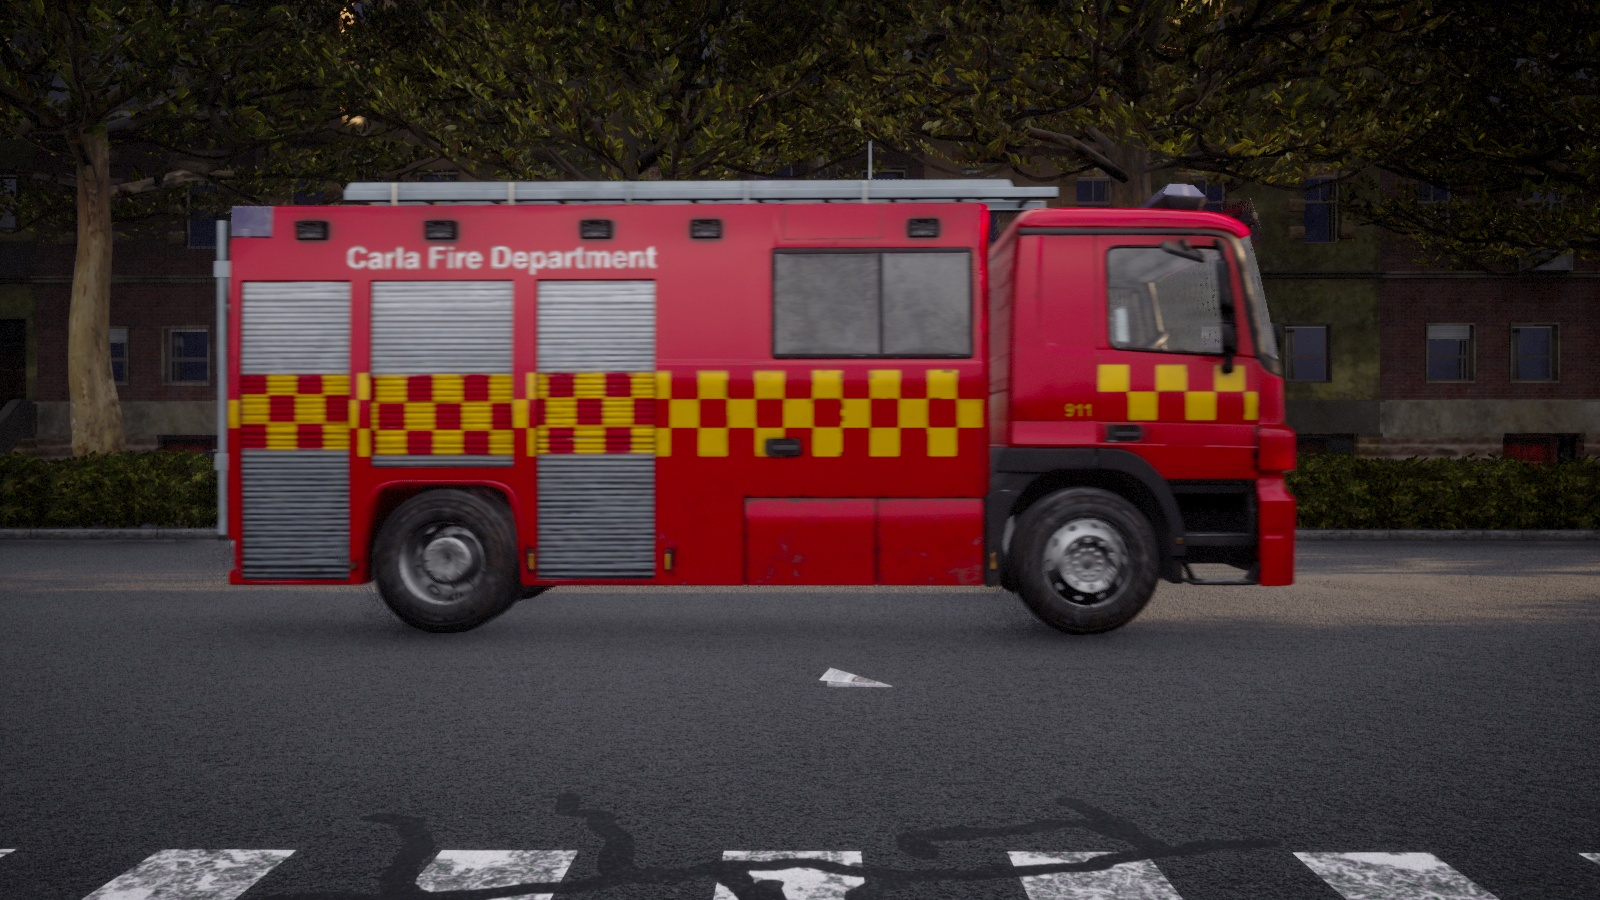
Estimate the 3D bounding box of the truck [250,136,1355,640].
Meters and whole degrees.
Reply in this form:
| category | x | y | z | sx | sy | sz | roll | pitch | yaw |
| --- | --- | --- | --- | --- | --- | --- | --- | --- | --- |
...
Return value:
| category | x | y | z | sx | sy | sz | roll | pitch | yaw |
| --- | --- | --- | --- | --- | --- | --- | --- | --- | --- |
| truck | 0.008 | -0.481 | 11.074 | 8.468 | 3.827 | 2.891 | 0 | 0 | 1 |
